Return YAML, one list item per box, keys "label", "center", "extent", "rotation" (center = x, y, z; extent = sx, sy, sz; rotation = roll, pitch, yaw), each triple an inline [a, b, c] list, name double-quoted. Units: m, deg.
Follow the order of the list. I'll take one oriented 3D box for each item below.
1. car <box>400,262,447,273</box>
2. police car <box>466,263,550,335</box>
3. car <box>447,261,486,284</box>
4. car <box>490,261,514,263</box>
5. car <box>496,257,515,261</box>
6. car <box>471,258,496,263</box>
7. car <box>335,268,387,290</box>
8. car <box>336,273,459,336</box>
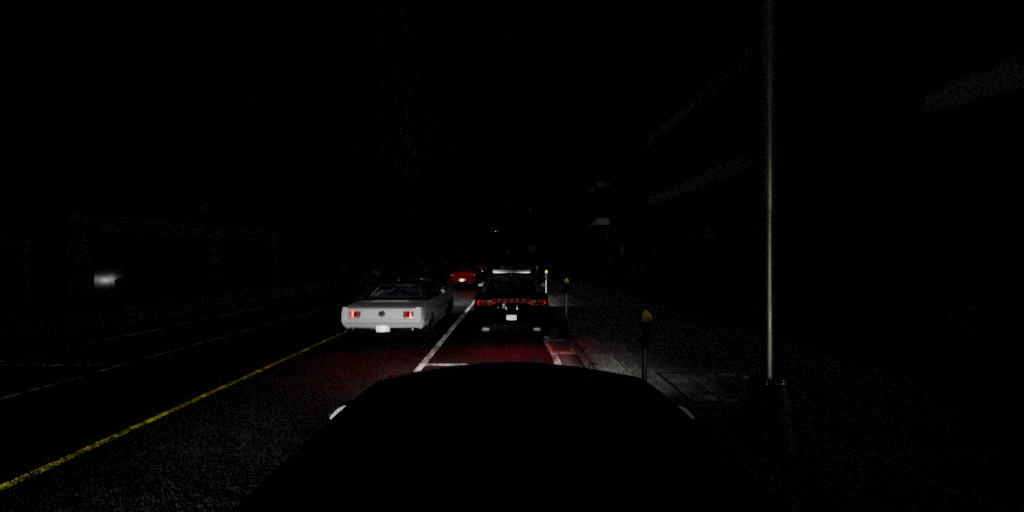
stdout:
- label: "car"
  center: [-5.869, 1.298, 23.273]
  extent: [2.033, 1.411, 5.357]
  rotation: [0, 0, 0]
- label: "police car"
  center: [-0.012, 1.175, 10.610]
  extent: [1.930, 1.638, 5.238]
  rotation: [0, 0, 0]
- label: "car"
  center: [-3.020, 1.275, 23.936]
  extent: [1.812, 1.442, 4.674]
  rotation: [0, 0, 0]
- label: "car"
  center: [-0.383, 1.300, 25.913]
  extent: [2.007, 1.370, 4.403]
  rotation: [0, 0, 0]
- label: "car"
  center: [-0.383, 1.190, 36.951]
  extent: [1.967, 1.591, 4.097]
  rotation: [0, 0, 0]
- label: "car"
  center: [-2.923, 1.256, 37.773]
  extent: [1.837, 1.490, 4.892]
  rotation: [0, 0, 0]
- label: "car"
  center: [-8.408, 1.332, 20.388]
  extent: [1.802, 1.307, 4.207]
  rotation: [0, 0, 0]
- label: "car"
  center: [-2.919, 1.351, 10.332]
  extent: [1.895, 1.301, 4.718]
  rotation: [0, 0, 0]
